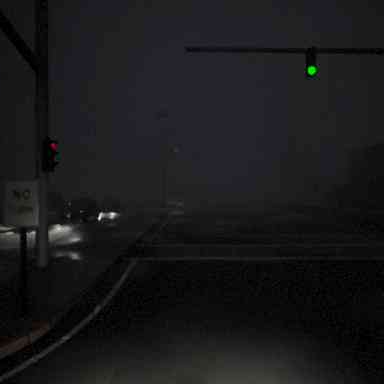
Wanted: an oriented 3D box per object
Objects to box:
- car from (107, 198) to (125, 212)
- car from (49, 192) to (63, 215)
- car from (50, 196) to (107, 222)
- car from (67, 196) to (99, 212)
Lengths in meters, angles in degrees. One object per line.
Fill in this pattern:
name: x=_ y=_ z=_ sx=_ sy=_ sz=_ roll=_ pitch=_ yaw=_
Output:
car: x=-8.052 y=1.280 z=33.353 sx=1.994 sy=1.385 sz=4.181 roll=0 pitch=1 yaw=1
car: x=-11.567 y=1.005 z=25.390 sx=2.150 sy=2.045 sz=5.566 roll=0 pitch=0 yaw=1
car: x=-8.082 y=1.285 z=24.252 sx=2.128 sy=1.511 sz=4.902 roll=0 pitch=0 yaw=0
car: x=-11.560 y=1.203 z=35.593 sx=1.837 sy=1.490 sz=4.892 roll=0 pitch=0 yaw=0
